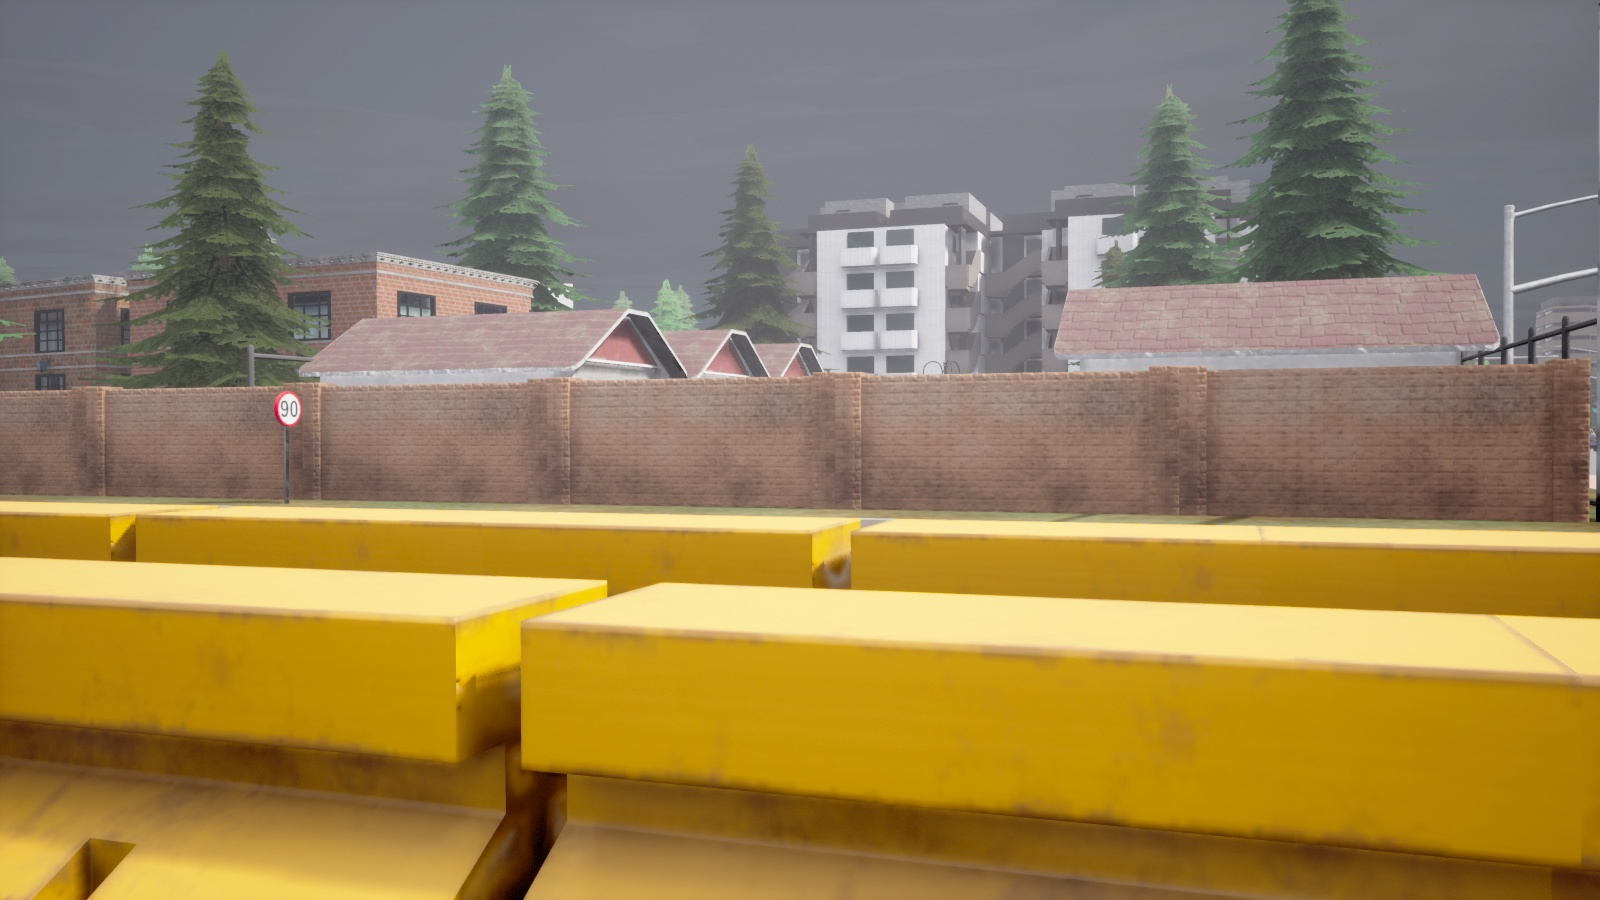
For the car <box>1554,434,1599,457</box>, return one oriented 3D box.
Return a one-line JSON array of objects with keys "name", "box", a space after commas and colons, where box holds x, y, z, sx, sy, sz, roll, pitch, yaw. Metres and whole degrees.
[{"name": "car", "box": [50.429, -0.323, 81.439, 1.970, 1.475, 3.806, 1, 1, 20]}]
